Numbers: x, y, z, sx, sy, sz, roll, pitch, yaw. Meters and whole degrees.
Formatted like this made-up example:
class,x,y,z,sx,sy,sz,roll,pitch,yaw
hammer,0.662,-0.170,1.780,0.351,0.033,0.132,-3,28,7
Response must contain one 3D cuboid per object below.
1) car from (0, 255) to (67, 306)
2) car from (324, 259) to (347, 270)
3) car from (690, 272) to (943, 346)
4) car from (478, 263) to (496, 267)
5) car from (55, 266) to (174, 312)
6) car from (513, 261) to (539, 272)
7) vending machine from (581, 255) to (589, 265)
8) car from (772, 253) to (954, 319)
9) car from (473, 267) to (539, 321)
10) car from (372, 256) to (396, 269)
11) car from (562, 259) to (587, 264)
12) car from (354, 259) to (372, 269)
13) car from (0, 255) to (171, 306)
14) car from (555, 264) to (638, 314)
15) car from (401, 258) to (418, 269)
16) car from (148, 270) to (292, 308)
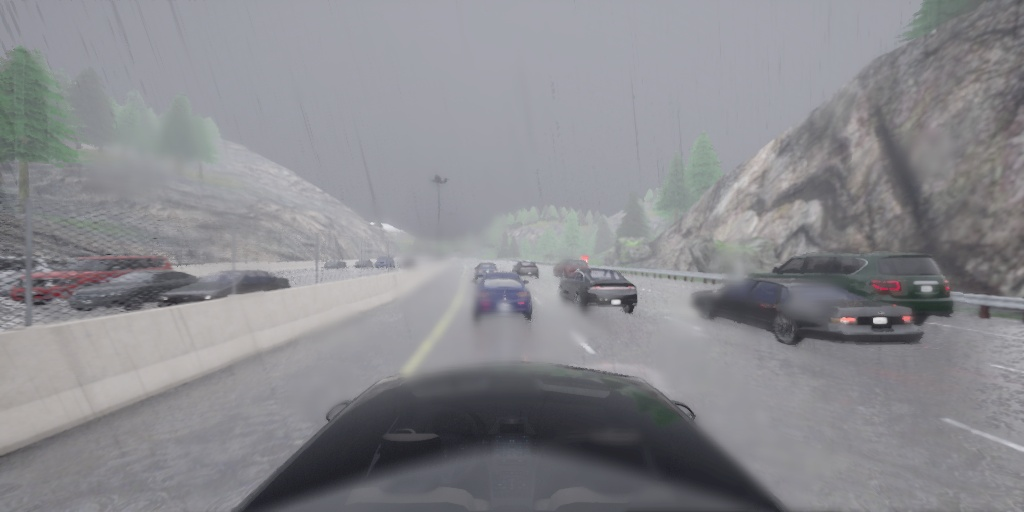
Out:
class,x,y,z,sx,sy,sz,roll,pitch,yaw
car,-21.667,1.007,13.897,2.150,2.045,5.566,0,0,-5
car,-26.281,1.247,53.508,2.128,1.511,4.902,0,0,-7
car,6.859,1.274,9.316,2.033,1.411,5.357,0,0,-3
car,-2.161,1.272,30.590,2.033,1.411,5.357,0,0,-7
car,-14.715,1.296,14.569,1.812,1.442,4.674,0,0,-5
car,1.191,1.207,31.927,2.128,1.511,4.902,0,0,-7
vending machine,10.689,0.867,52.379,1.100,2.100,0.880,0,0,-7
car,10.232,0.937,11.635,2.150,2.045,5.566,0,0,-3
car,-0.362,1.265,12.355,1.812,1.442,4.674,0,0,-4
car,-19.471,0.959,55.484,2.150,2.045,5.566,0,0,-6
car,4.969,1.061,29.745,2.097,1.767,4.553,0,0,-7
car,-23.047,1.250,55.926,1.837,1.490,4.892,0,0,-6
car,-18.360,0.997,16.283,2.150,2.045,5.566,0,0,-5
car,3.077,1.222,13.583,2.128,1.511,4.902,0,0,-4
car,-16.020,1.081,56.083,2.097,1.767,4.553,0,0,-7
car,-11.185,1.309,14.634,2.033,1.411,5.357,0,0,-4
